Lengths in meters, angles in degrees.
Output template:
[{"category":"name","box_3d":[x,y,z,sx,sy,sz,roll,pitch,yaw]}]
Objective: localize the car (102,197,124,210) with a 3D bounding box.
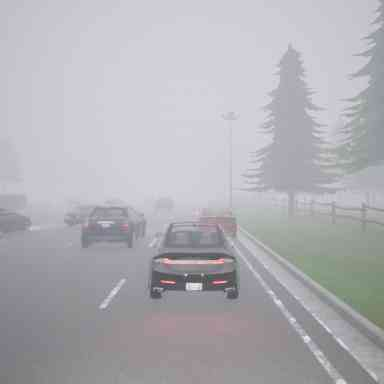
[{"category":"car","box_3d":[-10.374,1.505,43.950,1.837,1.490,4.892,0,0,0]}]

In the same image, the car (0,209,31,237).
[{"category":"car","box_3d":[-10.388,1.564,17.774,1.994,1.385,4.181,0,0,0]}]

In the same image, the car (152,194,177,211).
[{"category":"car","box_3d":[-3.376,1.352,41.516,2.097,1.767,4.553,0,0,0]}]

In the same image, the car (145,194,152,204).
[{"category":"car","box_3d":[-6.866,1.351,56.020,2.097,1.767,4.553,0,0,0]}]

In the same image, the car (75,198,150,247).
[{"category":"car","box_3d":[-3.391,1.352,15.208,2.097,1.767,4.553,0,0,0]}]

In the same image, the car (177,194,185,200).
[{"category":"car","box_3d":[-3.448,1.478,88.746,1.882,1.535,5.008,0,0,0]}]

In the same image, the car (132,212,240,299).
[{"category":"car","box_3d":[0.057,1.492,8.419,2.128,1.511,4.902,0,0,0]}]

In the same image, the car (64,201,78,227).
[{"category":"car","box_3d":[-6.888,1.547,22.563,2.033,1.411,5.357,0,0,0]}]

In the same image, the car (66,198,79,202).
[{"category":"car","box_3d":[-19.720,1.601,55.055,1.895,1.301,4.718,0,0,-24]}]

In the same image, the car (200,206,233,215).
[{"category":"car","box_3d":[1.235,1.478,17.760,1.882,1.535,5.008,0,0,0]}]

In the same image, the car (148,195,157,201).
[{"category":"car","box_3d":[-10.448,1.595,88.803,1.895,1.301,4.718,0,0,0]}]
